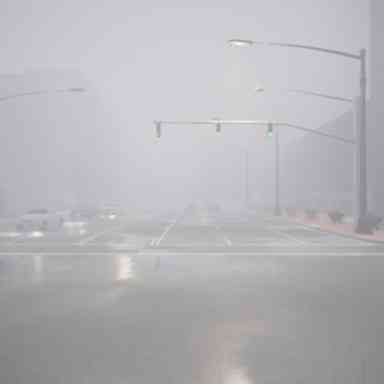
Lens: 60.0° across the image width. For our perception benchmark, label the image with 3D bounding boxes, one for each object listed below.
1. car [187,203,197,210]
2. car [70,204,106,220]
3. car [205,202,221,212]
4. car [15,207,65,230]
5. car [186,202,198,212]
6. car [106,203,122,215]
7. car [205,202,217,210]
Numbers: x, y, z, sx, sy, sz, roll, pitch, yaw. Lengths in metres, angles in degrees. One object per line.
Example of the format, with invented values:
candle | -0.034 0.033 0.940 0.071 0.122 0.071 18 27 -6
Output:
car | 0.016 2.714 62.811 1.895 1.301 4.718 0 -1 0
car | -10.551 1.960 33.280 2.128 1.511 4.902 0 -1 0
car | 3.515 2.477 53.661 1.994 1.385 4.181 0 -1 0
car | -10.562 1.805 23.502 1.812 1.442 4.674 0 -1 0
car | 0.013 2.362 52.367 1.882 1.535 5.008 0 -1 0
car | -10.512 2.167 43.431 1.882 1.535 5.008 0 -1 0
car | 3.516 2.678 63.612 2.033 1.411 5.357 0 -1 0
